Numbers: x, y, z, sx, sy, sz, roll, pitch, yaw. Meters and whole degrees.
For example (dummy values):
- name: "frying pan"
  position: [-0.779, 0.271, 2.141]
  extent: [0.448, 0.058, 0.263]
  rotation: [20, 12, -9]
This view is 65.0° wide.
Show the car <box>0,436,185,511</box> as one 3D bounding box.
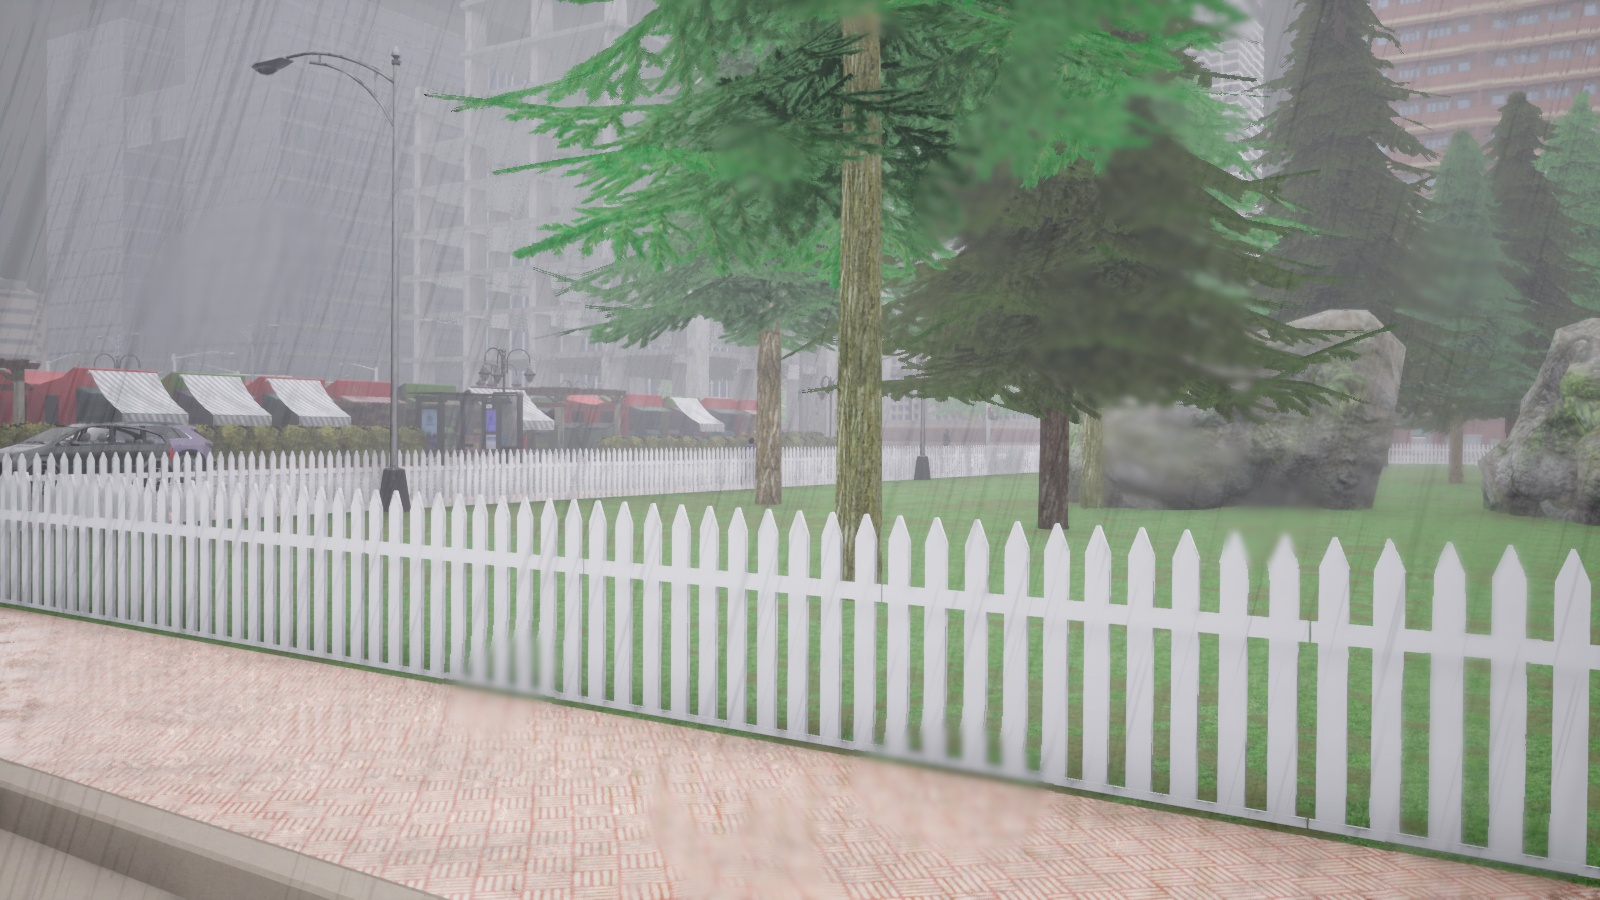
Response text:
- name: "car"
  position: [-16.081, 0.471, 28.169]
  extent: [1.789, 1.549, 3.705]
  rotation: [0, 1, 32]

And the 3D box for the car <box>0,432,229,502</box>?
- name: "car"
  position: [-17.565, 0.378, 32.379]
  extent: [2.033, 1.649, 4.856]
  rotation: [0, 1, 32]
